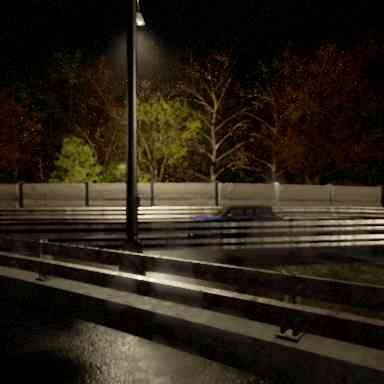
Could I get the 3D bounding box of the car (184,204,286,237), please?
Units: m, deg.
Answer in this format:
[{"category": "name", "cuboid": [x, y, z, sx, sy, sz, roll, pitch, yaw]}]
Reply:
[{"category": "car", "cuboid": [1.902, 1.376, 15.481, 4.553, 1.767, 2.097, 0, 0, -9]}]
